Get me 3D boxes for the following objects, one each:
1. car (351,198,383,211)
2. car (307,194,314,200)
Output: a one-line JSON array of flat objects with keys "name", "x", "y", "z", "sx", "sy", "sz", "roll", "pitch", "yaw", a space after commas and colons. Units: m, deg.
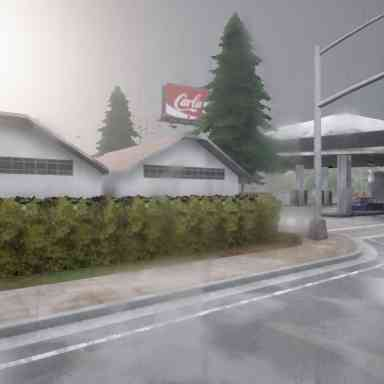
[{"name": "car", "x": 20.748, "y": 1.480, "z": 39.301, "sx": 4.611, "sy": 1.667, "sz": 2.242, "roll": 0, "pitch": 0, "yaw": -36}, {"name": "car", "x": 31.771, "y": 1.330, "z": 88.805, "sx": 2.152, "sy": 1.636, "sz": 5.027, "roll": 0, "pitch": 0, "yaw": -36}]
